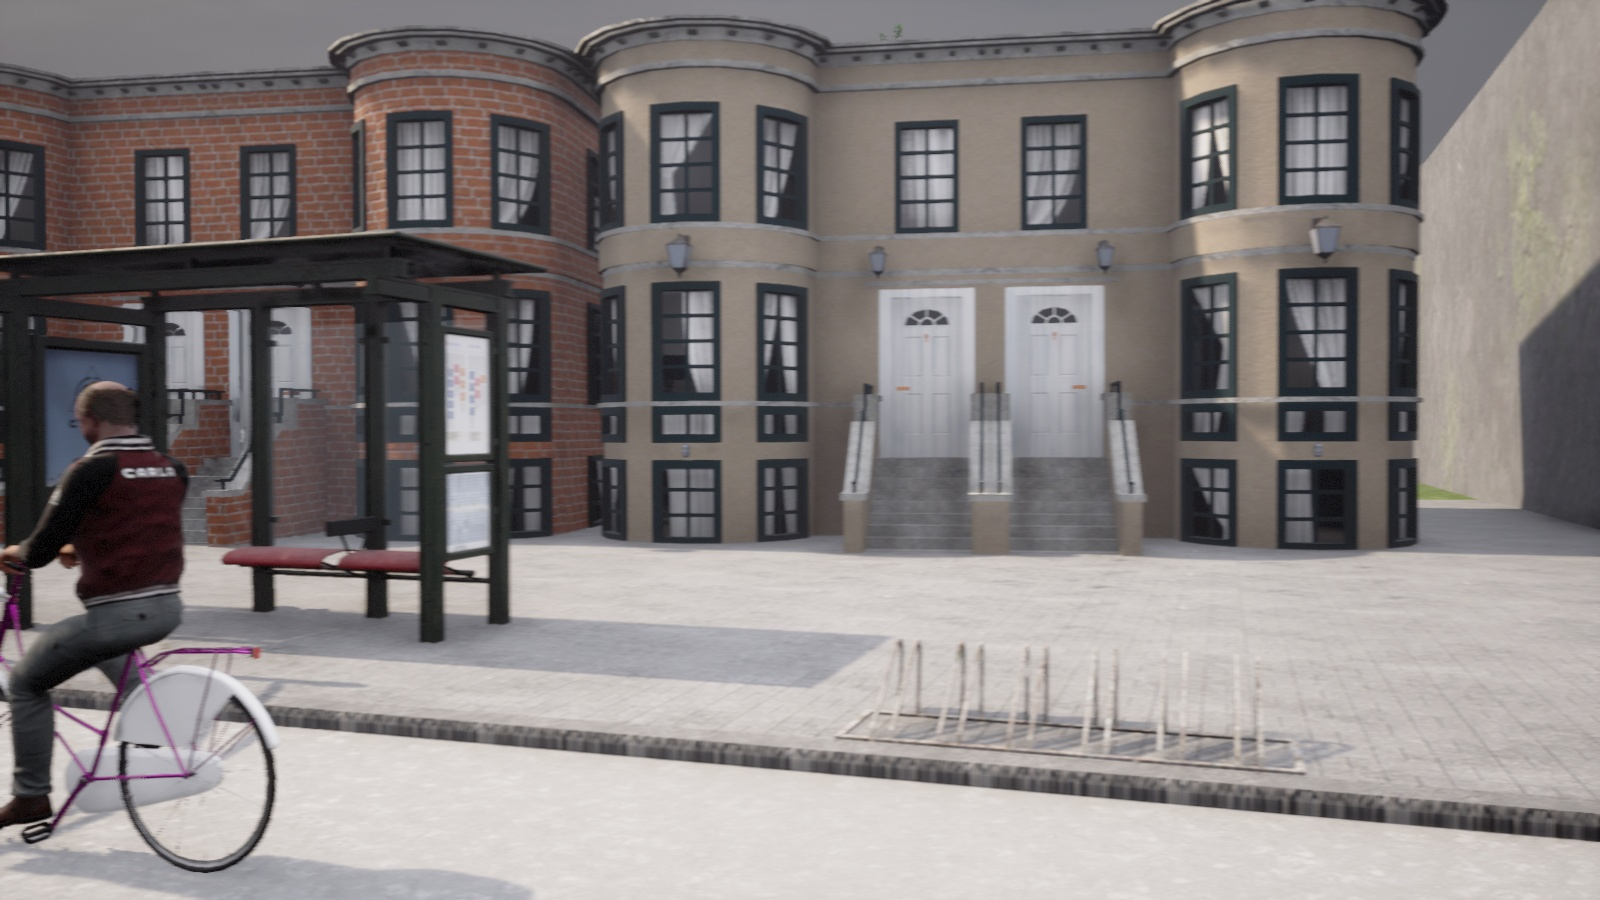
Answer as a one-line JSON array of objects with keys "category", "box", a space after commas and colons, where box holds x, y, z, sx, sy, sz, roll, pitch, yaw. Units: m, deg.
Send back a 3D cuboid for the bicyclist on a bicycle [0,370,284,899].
[{"category": "bicyclist on a bicycle", "box": [-2.919, 0.611, 4.701, 1.843, 1.776, 0.659, 1, 1, 19]}]
